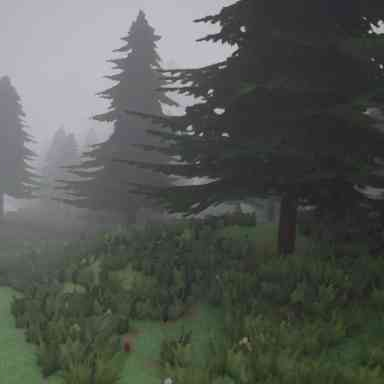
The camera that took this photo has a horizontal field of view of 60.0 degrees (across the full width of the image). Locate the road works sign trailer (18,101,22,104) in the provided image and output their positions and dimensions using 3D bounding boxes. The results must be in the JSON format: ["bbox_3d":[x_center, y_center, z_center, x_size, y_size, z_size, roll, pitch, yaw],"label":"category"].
[{"bbox_3d":[-22.451,-10.187,40.239,2.380,3.560,2.880,20,-40,-24],"label":"road works sign trailer"}]
